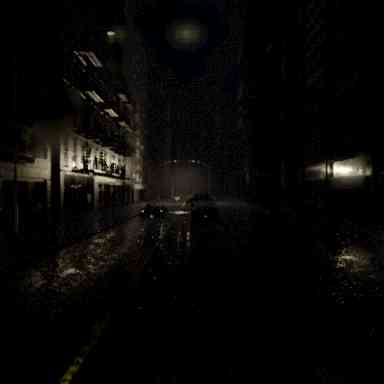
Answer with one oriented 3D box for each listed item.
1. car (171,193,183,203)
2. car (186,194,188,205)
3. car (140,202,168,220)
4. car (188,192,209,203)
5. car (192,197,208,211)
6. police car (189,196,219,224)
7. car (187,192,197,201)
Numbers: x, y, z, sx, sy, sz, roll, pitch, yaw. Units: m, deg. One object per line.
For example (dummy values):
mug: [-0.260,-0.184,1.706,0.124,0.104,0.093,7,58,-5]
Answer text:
car: [-2.969,1.153,68.239,2.150,2.045,5.566,0,0,0]
car: [0.027,1.284,58.326,2.097,1.767,4.553,0,0,0]
car: [-3.087,1.552,27.751,1.895,1.301,4.718,0,0,0]
car: [0.917,1.170,34.442,2.150,2.045,5.566,0,0,0]
car: [0.920,1.445,40.413,1.837,1.490,4.892,0,0,0]
police car: [0.911,1.381,24.522,1.930,1.638,5.238,0,0,0]
car: [0.035,1.007,75.524,2.150,2.045,5.566,0,0,0]
